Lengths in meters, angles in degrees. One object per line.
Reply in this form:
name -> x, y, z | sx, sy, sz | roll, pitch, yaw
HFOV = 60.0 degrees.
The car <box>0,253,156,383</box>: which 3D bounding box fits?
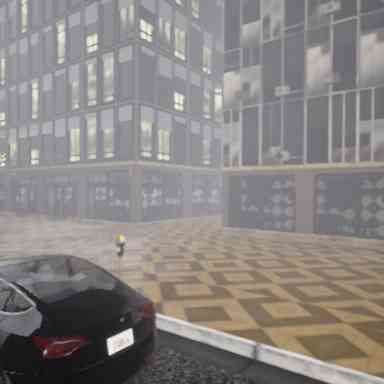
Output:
car -> -2.418, 1.546, 4.596 | 4.313, 1.339, 1.947 | 0, 0, 35
